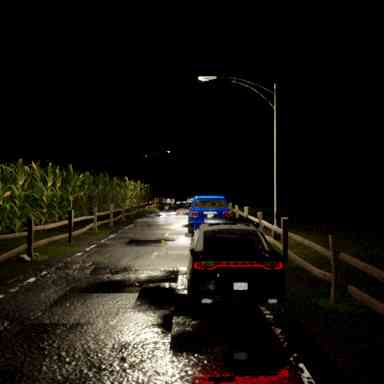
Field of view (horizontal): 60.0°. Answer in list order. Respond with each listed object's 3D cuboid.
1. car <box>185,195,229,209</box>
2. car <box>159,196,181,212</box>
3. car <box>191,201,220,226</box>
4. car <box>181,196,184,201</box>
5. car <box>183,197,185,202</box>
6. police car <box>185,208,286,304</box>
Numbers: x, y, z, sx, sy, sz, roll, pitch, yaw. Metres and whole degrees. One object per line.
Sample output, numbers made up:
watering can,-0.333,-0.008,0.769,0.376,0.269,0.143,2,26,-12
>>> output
car,0.875,1.224,18.251,2.150,2.045,5.566,0,0,0
car,-2.743,1.497,38.515,2.128,1.511,4.902,0,0,0
car,0.892,1.477,24.221,1.882,1.535,5.008,0,0,0
car,-2.527,1.590,79.966,1.882,1.535,5.008,0,0,0
car,0.157,1.622,46.281,1.895,1.301,4.718,0,0,1
police car,0.848,1.425,8.331,1.930,1.638,5.238,0,0,0
